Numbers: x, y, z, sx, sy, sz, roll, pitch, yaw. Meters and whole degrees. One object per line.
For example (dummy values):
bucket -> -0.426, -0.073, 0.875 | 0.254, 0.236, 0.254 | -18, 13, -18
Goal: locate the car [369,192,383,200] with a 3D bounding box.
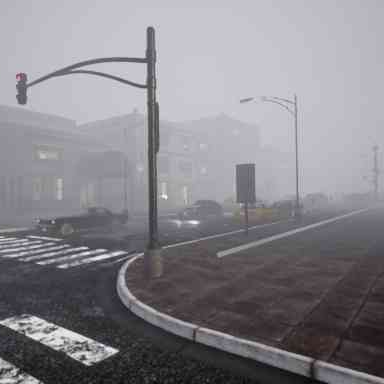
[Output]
car -> 36.880, 0.770, 66.420 | 1.947, 1.339, 4.313 | -1, 0, 36

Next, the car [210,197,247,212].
car -> 3.960, 1.290, 35.428 | 1.752, 1.417, 4.829 | -1, 0, 36

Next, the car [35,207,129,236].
car -> -5.789, 1.510, 17.904 | 1.895, 1.301, 4.718 | -1, 0, 39

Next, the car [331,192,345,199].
car -> 33.362, 0.743, 75.826 | 1.967, 1.590, 4.097 | -1, 0, 36

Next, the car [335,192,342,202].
car -> 26.620, 0.868, 56.747 | 2.128, 1.511, 4.902 | -1, 0, 36

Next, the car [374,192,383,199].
car -> 40.136, 0.720, 70.893 | 1.947, 1.339, 4.313 | -1, 0, 36

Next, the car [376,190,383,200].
car -> 33.621, 0.570, 61.946 | 2.192, 1.841, 5.009 | -1, 0, 36

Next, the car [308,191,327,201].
car -> 23.592, 0.769, 62.406 | 2.192, 1.841, 5.009 | -1, 0, 36

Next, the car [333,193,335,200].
car -> 30.107, 0.935, 71.353 | 1.802, 1.307, 4.206 | -1, 0, 36

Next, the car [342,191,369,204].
car -> 22.899, 0.898, 46.460 | 1.882, 1.535, 5.008 | -1, 0, 36

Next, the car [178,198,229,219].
car -> 0.838, 1.327, 26.741 | 1.812, 1.442, 4.674 | -1, 0, 36

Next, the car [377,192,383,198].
car -> 43.217, 0.652, 75.115 | 1.887, 1.381, 4.507 | -1, 0, 36

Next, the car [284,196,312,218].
car -> 7.576, 1.217, 26.159 | 2.008, 1.369, 4.403 | -1, 0, 36

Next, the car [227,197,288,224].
car -> 4.420, 1.242, 21.823 | 1.752, 1.417, 4.829 | -1, 0, 36

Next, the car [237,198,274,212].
car -> 6.741, 1.308, 34.844 | 1.895, 1.301, 4.718 | -1, 0, 36

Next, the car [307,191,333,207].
car -> 15.603, 0.904, 41.604 | 2.097, 1.767, 4.553 | -1, 0, 36

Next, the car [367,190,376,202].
car -> 27.023, 0.860, 52.117 | 1.837, 1.490, 4.892 | -1, 0, 36

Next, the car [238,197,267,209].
car -> 7.316, 1.293, 40.039 | 1.802, 1.307, 4.206 | -1, 0, 36
